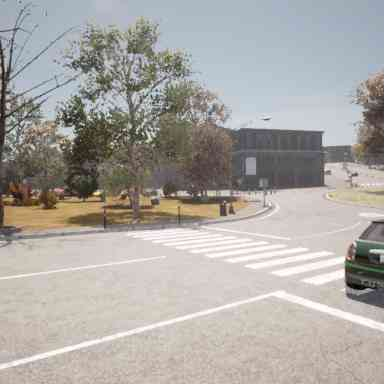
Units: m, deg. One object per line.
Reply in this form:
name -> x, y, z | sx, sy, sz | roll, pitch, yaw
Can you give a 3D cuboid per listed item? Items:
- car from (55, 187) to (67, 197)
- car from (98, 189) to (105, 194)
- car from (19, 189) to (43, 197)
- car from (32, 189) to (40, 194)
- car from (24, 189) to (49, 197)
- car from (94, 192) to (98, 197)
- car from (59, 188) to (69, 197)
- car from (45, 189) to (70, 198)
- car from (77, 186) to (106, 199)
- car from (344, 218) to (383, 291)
car -> -26.237, 0.062, 69.101 | 2.435, 2.045, 5.566 | 0, 2, 17
car -> -14.385, 0.125, 60.128 | 2.185, 1.767, 4.553 | -2, 2, 16
car -> -37.888, 0.151, 78.348 | 2.097, 1.535, 5.008 | 0, 3, 19
car -> -33.266, 0.102, 74.605 | 2.185, 1.767, 4.553 | 0, 2, 18
car -> -35.633, 0.194, 76.308 | 1.946, 1.575, 5.366 | 0, 3, 18
car -> -16.798, 0.287, 61.753 | 1.946, 1.575, 5.366 | -1, 2, 17
car -> -23.874, 0.351, 67.296 | 2.163, 1.488, 4.792 | -1, 2, 17
car -> -28.584, 0.294, 70.958 | 2.231, 1.521, 4.892 | -1, 2, 18
car -> -19.138, 0.054, 63.744 | 2.435, 2.045, 5.566 | -2, 2, 17
car -> 5.565, 1.322, 7.666 | 4.553, 1.767, 2.097 | 0, 0, -35
